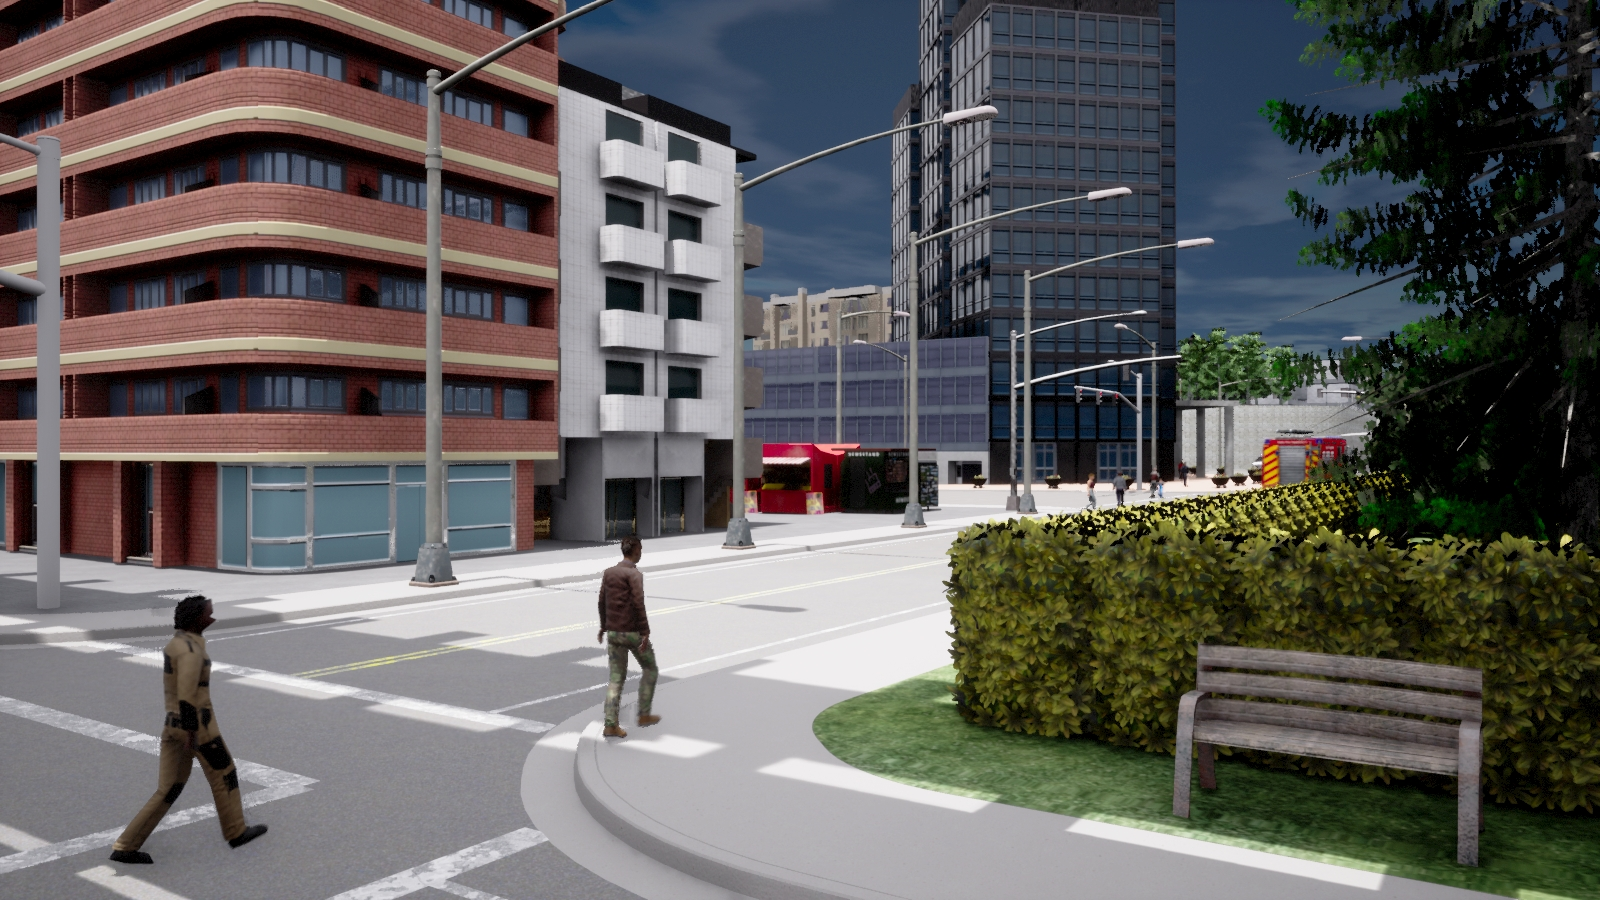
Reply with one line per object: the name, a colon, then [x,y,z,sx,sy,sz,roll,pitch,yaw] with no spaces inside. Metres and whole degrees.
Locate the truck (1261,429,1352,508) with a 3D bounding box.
truck: [26.417,0.903,59.397,2.891,3.827,8.468,0,0,34]

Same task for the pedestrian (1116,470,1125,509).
pedestrian: [15.183,1.873,54.128,0.375,1.860,0.375,0,0,27]

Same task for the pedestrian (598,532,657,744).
pedestrian: [-1.581,1.698,10.481,0.375,1.860,0.375,0,0,36]

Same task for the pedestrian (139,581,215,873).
pedestrian: [-4.234,1.848,7.764,0.375,1.860,0.375,0,0,-43]

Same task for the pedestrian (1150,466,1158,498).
pedestrian: [20.838,1.891,67.299,0.375,1.860,0.375,0,0,33]

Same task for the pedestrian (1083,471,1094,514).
pedestrian: [12.533,1.848,49.569,0.375,1.860,0.375,0,0,32]

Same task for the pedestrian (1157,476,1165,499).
pedestrian: [20.907,2.167,66.147,0.375,1.300,0.375,0,0,33]
